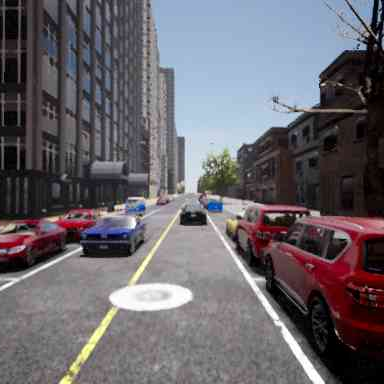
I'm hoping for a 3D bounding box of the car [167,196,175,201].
[{"bbox_3d":[-5.674,1.757,89.132,1.947,1.339,4.313,1,0,0],"label":"car"}]

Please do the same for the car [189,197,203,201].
[{"bbox_3d":[0.103,1.719,43.275,1.895,1.301,4.718,0,0,0],"label":"car"}]

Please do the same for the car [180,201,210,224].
[{"bbox_3d":[0.099,1.641,25.558,1.994,1.385,4.181,0,0,0],"label":"car"}]

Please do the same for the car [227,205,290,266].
[{"bbox_3d":[2.705,1.353,11.484,2.192,1.841,5.009,1,0,0],"label":"car"}]

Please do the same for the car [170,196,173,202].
[{"bbox_3d":[-5.671,1.477,66.947,2.192,1.841,5.009,1,0,0],"label":"car"}]

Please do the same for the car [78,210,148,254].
[{"bbox_3d":[-3.083,1.646,13.882,1.895,1.301,4.718,0,0,0],"label":"car"}]

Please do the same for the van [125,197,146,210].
[{"bbox_3d":[-5.674,1.438,33.670,1.690,1.788,3.998,1,0,0],"label":"van"}]

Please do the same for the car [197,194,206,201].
[{"bbox_3d":[2.711,1.512,94.679,2.192,1.841,5.009,1,0,0],"label":"car"}]

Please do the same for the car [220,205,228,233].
[{"bbox_3d":[2.702,1.580,17.200,1.752,1.417,4.829,1,0,0],"label":"car"}]

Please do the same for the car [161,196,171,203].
[{"bbox_3d":[-5.674,1.696,72.322,1.752,1.417,4.829,1,0,0],"label":"car"}]

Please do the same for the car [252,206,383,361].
[{"bbox_3d":[2.704,1.336,5.935,2.192,1.841,5.009,1,0,0],"label":"car"}]

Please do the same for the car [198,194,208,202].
[{"bbox_3d":[2.710,1.500,83.586,2.192,1.841,5.009,1,0,0],"label":"car"}]

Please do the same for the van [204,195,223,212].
[{"bbox_3d":[2.706,1.451,39.217,1.690,1.788,3.998,1,0,0],"label":"van"}]

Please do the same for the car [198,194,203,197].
[{"bbox_3d":[2.707,1.696,72.663,1.752,1.417,4.829,1,0,0],"label":"car"}]

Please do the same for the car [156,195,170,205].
[{"bbox_3d":[-5.676,1.735,61.400,1.802,1.307,4.206,1,0,0],"label":"car"}]

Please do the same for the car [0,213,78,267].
[{"bbox_3d":[-5.679,1.620,11.484,1.802,1.307,4.206,1,0,0],"label":"car"}]

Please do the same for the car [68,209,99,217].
[{"bbox_3d":[-5.678,1.600,17.030,1.887,1.381,4.507,1,0,0],"label":"car"}]

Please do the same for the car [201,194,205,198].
[{"bbox_3d":[2.706,1.573,50.309,1.967,1.590,4.097,1,0,0],"label":"car"}]

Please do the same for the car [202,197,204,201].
[{"bbox_3d":[2.704,1.687,44.763,1.947,1.339,4.313,1,0,0],"label":"car"}]

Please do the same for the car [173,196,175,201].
[{"bbox_3d":[-5.673,1.710,83.414,1.752,1.417,4.829,1,0,0],"label":"car"}]

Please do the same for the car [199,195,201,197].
[{"bbox_3d":[2.705,1.698,61.402,1.887,1.381,4.507,1,0,0],"label":"car"}]

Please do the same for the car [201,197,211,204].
[{"bbox_3d":[2.705,1.744,66.947,1.802,1.307,4.206,1,0,0],"label":"car"}]

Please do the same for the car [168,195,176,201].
[{"bbox_3d":[-5.673,1.723,94.507,1.752,1.417,4.829,1,0,0],"label":"car"}]
